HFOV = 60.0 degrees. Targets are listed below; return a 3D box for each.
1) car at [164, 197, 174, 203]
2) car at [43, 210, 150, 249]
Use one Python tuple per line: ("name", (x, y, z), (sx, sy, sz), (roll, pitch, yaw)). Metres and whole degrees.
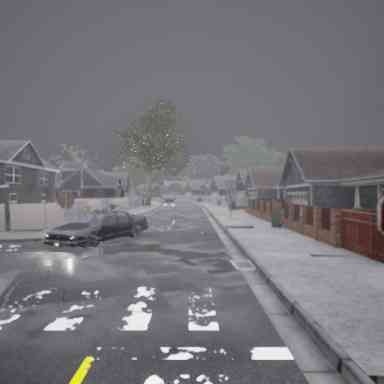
("car", (-4.880, 1.647, 69.854), (1.895, 1.301, 4.718), (0, 0, -9))
("car", (-4.087, 1.589, 15.420), (2.033, 1.411, 5.357), (0, 2, 28))
